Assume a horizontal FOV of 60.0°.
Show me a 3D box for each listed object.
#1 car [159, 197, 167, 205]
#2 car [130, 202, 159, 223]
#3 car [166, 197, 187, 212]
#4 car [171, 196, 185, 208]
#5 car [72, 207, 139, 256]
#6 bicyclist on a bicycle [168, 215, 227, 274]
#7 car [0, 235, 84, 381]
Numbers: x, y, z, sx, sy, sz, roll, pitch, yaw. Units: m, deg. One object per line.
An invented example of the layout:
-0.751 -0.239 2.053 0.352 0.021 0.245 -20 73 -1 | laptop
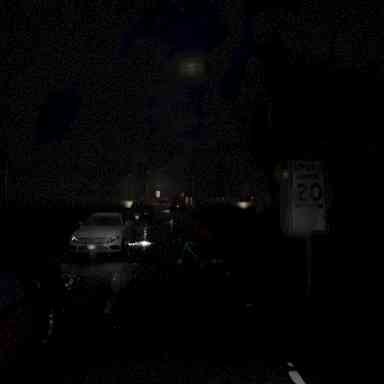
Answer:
-5.777 1.804 67.583 2.033 1.411 5.357 0 -1 -2 | car
-3.944 1.518 25.700 2.128 1.511 4.902 0 0 -2 | car
-1.660 1.627 39.744 1.994 1.385 4.181 0 0 -1 | car
-2.096 1.465 49.574 2.097 1.767 4.553 0 0 -3 | car
-3.386 1.532 13.228 1.812 1.442 4.674 0 0 -3 | car
0.144 1.455 9.216 1.656 1.620 0.582 0 0 -3 | bicyclist on a bicycle
-2.943 1.548 3.458 2.033 1.411 5.357 0 0 -3 | car
